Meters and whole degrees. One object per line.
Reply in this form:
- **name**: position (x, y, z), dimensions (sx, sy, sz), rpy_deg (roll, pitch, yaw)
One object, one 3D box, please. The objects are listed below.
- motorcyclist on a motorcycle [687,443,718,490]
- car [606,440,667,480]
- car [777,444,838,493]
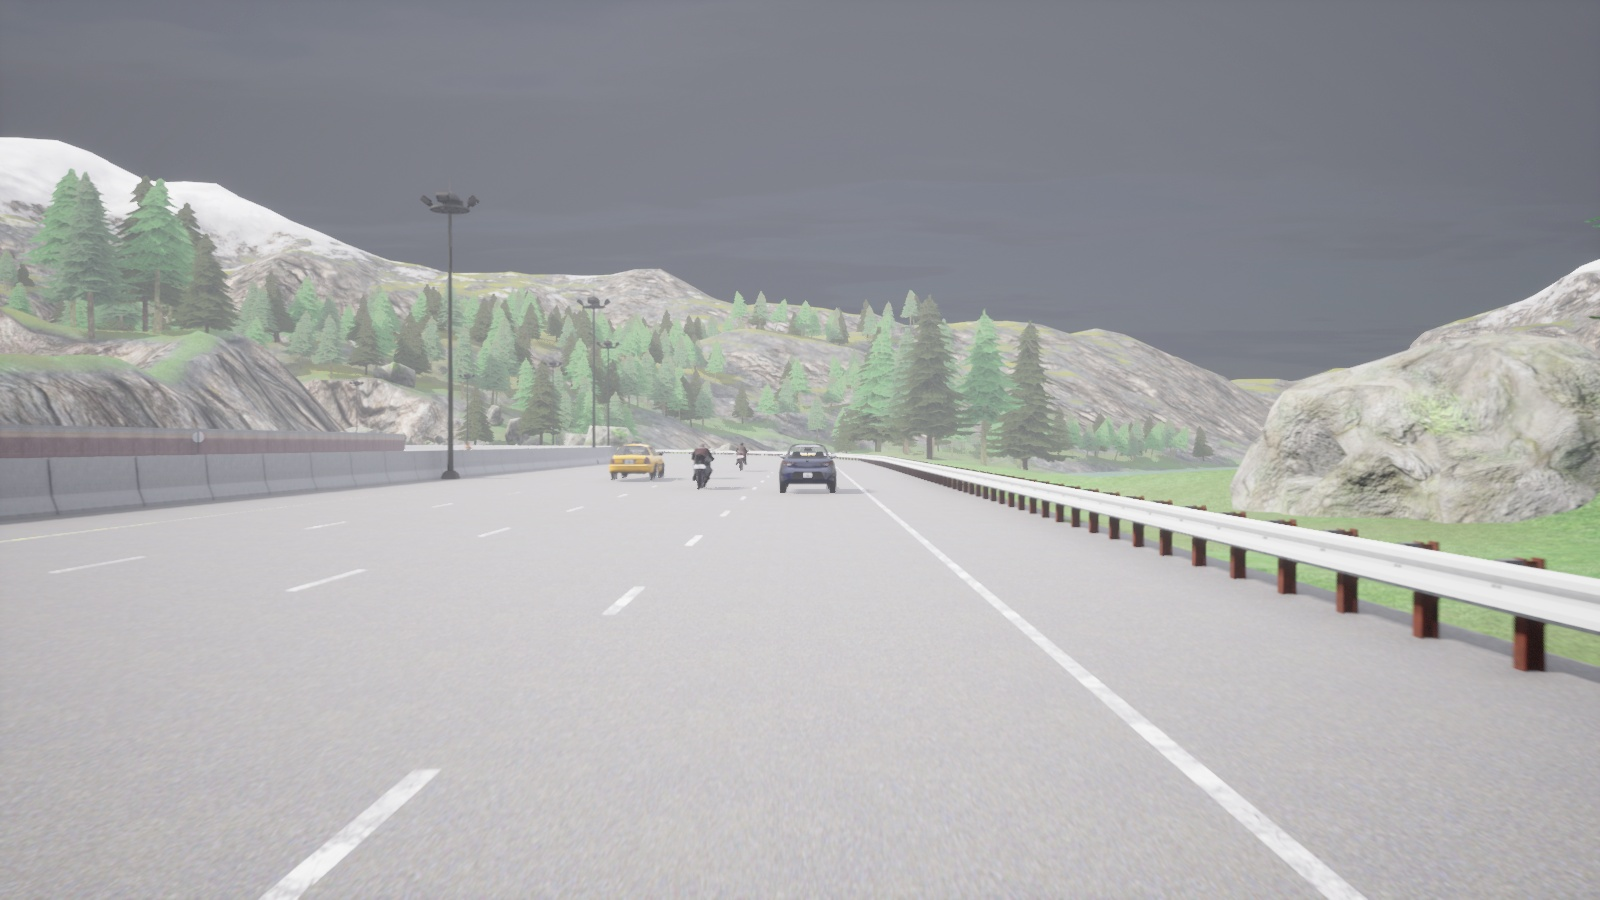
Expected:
- **motorcyclist on a motorcycle**: position (-3.244, 0.543, 41.849), dimensions (0.866, 1.530, 2.191), rpy_deg (0, 0, 0)
- **car**: position (-6.687, 0.388, 51.833), dimensions (1.801, 1.575, 5.366), rpy_deg (0, 0, 0)
- **car**: position (0.243, 0.537, 39.634), dimensions (1.816, 1.474, 4.193), rpy_deg (0, 0, 0)
